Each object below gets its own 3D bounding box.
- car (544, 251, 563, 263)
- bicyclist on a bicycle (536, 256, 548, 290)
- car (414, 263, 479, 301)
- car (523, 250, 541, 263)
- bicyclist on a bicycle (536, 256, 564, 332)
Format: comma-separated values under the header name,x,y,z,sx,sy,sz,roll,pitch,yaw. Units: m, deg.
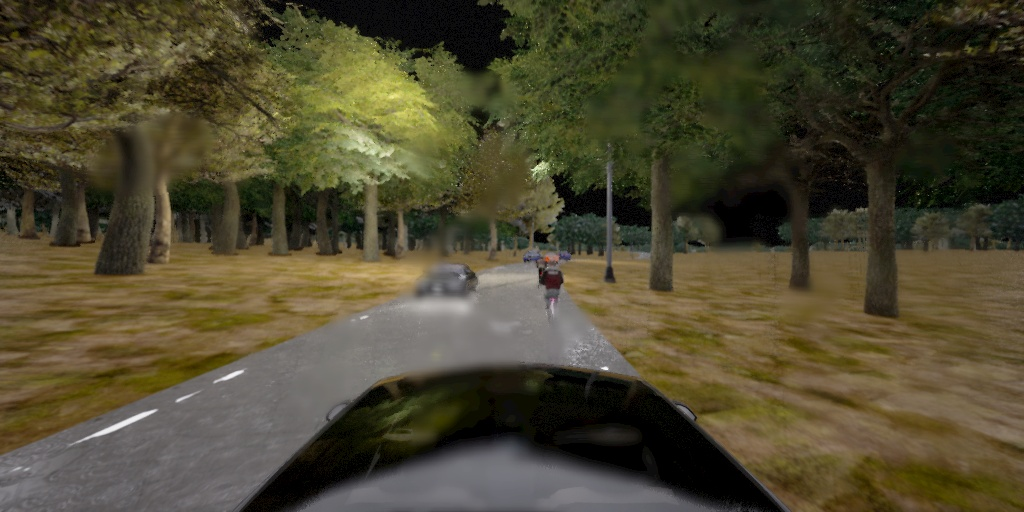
name,x,y,z,sx,sy,sz,roll,pitch,yaw
car,6.121,0.208,54.715,2.097,1.767,4.553,0,0,12
bicyclist on a bicycle,1.495,0.826,18.105,0.582,1.620,1.656,0,1,4
car,-2.606,1.003,15.070,1.994,1.385,4.181,0,1,3
car,3.230,0.057,56.443,2.150,2.045,5.566,0,0,13
bicyclist on a bicycle,1.022,0.947,9.171,0.659,1.776,1.843,0,2,2
